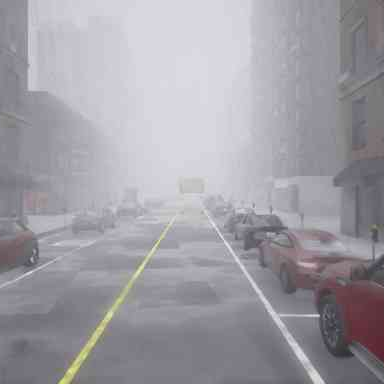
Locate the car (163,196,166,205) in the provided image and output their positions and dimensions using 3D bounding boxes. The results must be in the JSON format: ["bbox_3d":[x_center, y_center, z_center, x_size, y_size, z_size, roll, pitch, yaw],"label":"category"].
[{"bbox_3d":[-5.667,1.556,52.702,1.947,1.339,4.313,0,0,0],"label":"car"}]

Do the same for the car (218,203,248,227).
[{"bbox_3d":[2.859,1.550,19.574,2.008,1.369,4.403,0,0,0],"label":"car"}]

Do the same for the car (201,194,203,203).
[{"bbox_3d":[2.858,1.431,52.716,1.967,1.590,4.097,0,0,0],"label":"car"}]

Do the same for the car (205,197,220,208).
[{"bbox_3d":[2.858,1.518,47.362,1.752,1.417,4.829,0,0,0],"label":"car"}]

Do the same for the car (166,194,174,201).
[{"bbox_3d":[-5.667,1.421,85.852,1.967,1.590,4.097,0,0,0],"label":"car"}]

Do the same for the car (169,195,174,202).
[{"bbox_3d":[-5.667,1.566,74.802,1.802,1.307,4.206,0,0,0],"label":"car"}]

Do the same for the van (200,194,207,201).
[{"bbox_3d":[2.859,1.323,85.857,1.690,1.788,3.998,0,0,0],"label":"van"}]

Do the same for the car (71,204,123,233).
[{"bbox_3d":[-5.667,1.549,19.551,2.008,1.369,4.403,0,0,0],"label":"car"}]

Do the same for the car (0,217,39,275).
[{"bbox_3d":[-5.668,1.440,8.501,1.967,1.590,4.097,0,0,0],"label":"car"}]

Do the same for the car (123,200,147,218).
[{"bbox_3d":[-5.667,1.541,30.602,1.887,1.381,4.507,0,0,0],"label":"car"}]

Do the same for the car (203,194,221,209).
[{"bbox_3d":[2.859,1.309,41.668,2.192,1.841,5.009,0,0,0],"label":"car"}]

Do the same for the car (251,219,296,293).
[{"bbox_3d":[2.858,1.582,8.526,1.802,1.307,4.206,0,0,0],"label":"car"}]

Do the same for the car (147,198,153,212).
[{"bbox_3d":[-5.668,1.577,36.127,1.802,1.307,4.206,0,0,0],"label":"car"}]

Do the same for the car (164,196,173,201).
[{"bbox_3d":[-5.667,1.549,80.327,1.947,1.339,4.313,0,0,0],"label":"car"}]

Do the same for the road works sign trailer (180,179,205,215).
[{"bbox_3d":[0.000,0.460,33.525,2.380,3.560,2.880,0,0,0],"label":"road works sign trailer"}]

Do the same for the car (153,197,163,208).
[{"bbox_3d":[-5.667,1.537,47.177,1.887,1.381,4.507,0,0,0],"label":"car"}]

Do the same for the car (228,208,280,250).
[{"bbox_3d":[2.858,1.565,14.050,1.947,1.339,4.313,0,0,0],"label":"car"}]

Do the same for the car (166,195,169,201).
[{"bbox_3d":[-5.667,1.555,58.227,1.947,1.339,4.313,0,0,0],"label":"car"}]

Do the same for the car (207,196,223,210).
[{"bbox_3d":[2.859,1.521,36.315,1.752,1.417,4.829,0,0,0],"label":"car"}]

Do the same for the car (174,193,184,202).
[{"bbox_3d":[-3.001,1.152,76.673,2.150,2.045,5.566,0,0,0],"label":"car"}]

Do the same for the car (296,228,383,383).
[{"bbox_3d":[2.859,1.315,3.003,2.192,1.841,5.009,0,0,0],"label":"car"}]

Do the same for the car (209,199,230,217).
[{"bbox_3d":[2.859,1.563,30.621,1.947,1.339,4.313,0,0,0],"label":"car"}]
